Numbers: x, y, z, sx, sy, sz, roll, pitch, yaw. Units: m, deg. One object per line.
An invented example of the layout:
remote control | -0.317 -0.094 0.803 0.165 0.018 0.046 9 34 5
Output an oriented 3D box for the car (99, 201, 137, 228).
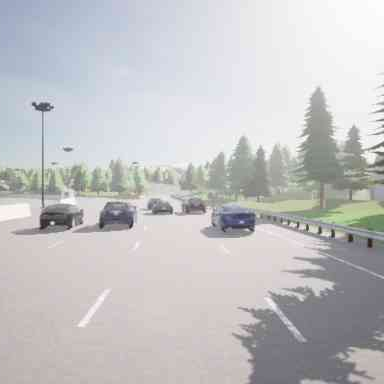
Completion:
car | -4.883 1.352 22.503 2.097 1.767 4.553 0 0 -6

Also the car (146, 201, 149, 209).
car | -4.816 1.505 43.518 1.837 1.490 4.892 0 0 -12

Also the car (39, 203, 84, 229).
car | -8.277 1.506 21.471 1.837 1.490 4.892 0 0 -6

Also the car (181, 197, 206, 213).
car | 0.099 1.353 36.591 2.097 1.767 4.553 0 0 -10

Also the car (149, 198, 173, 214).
car | -3.127 1.564 34.765 1.994 1.385 4.181 0 0 -10

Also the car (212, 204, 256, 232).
car | 2.409 1.477 20.307 1.882 1.535 5.008 0 0 -6
